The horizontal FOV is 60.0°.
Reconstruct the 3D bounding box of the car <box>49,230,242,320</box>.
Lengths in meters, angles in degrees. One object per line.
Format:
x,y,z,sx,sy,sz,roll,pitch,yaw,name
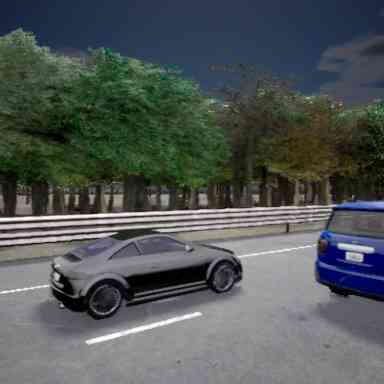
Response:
-0.886,1.544,7.358,4.181,1.385,1.994,0,0,-35,car

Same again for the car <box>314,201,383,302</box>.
5.039,1.208,7.277,5.566,2.045,2.150,0,0,-34,car
